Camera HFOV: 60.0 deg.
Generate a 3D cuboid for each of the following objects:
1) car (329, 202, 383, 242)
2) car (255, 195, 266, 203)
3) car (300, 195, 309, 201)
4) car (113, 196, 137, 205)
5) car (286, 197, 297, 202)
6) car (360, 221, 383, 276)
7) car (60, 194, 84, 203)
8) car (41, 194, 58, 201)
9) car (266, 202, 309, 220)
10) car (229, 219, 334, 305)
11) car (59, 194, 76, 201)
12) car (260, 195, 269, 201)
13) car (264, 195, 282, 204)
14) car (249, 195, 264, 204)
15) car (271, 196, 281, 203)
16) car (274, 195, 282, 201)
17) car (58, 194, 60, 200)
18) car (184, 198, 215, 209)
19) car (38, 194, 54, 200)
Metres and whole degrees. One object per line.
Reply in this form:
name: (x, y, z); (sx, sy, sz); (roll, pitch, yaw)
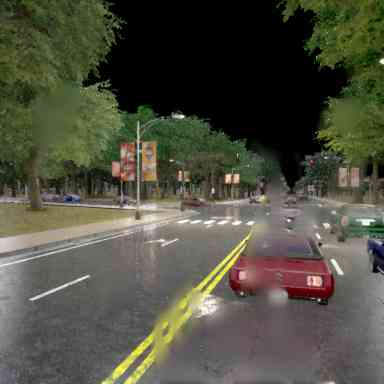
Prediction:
car: (8.010, 1.352, 16.197); (2.097, 1.767, 4.553); (0, 0, 17)
car: (15.073, 1.486, 73.094); (1.882, 1.535, 5.008); (0, 0, 17)
car: (30.400, 1.519, 89.918); (1.837, 1.490, 4.892); (0, 0, 17)
car: (-10.815, 1.359, 54.281); (4.902, 1.511, 2.128); (1, 1, 40)
car: (18.389, 1.607, 61.579); (1.895, 1.301, 4.718); (0, 0, 18)
car: (5.432, 1.601, 7.585); (1.895, 1.301, 4.718); (0, 0, 16)
car: (-22.987, 1.271, 64.584); (5.008, 1.535, 1.882); (0, 0, 40)
car: (-31.705, 1.271, 71.903); (4.902, 1.511, 2.128); (0, 0, 40)
car: (4.873, 1.505, 17.057); (1.837, 1.490, 4.892); (0, 0, 17)
car: (2.222, 1.601, 8.185); (1.895, 1.301, 4.718); (0, 0, 17)
car: (-29.463, 1.259, 78.504); (4.674, 1.442, 1.812); (0, 0, 40)
car: (18.069, 1.534, 82.912); (1.812, 1.442, 4.674); (0, 0, 17)
car: (15.228, 1.553, 62.609); (2.033, 1.411, 5.357); (0, 0, 18)
car: (12.151, 1.553, 63.643); (2.033, 1.411, 5.357); (0, 0, 18)
car: (18.267, 1.603, 72.422); (1.895, 1.301, 4.718); (0, 0, 17)
car: (21.292, 1.488, 82.341); (1.882, 1.535, 5.008); (0, 0, 17)
car: (-31.320, 1.262, 75.820); (4.902, 1.511, 2.128); (0, 0, 40)
car: (0.943, 1.473, 44.425); (4.674, 1.442, 1.812); (0, 0, 40)
car: (-37.337, 1.223, 85.100); (4.674, 1.442, 1.812); (0, 0, 40)
